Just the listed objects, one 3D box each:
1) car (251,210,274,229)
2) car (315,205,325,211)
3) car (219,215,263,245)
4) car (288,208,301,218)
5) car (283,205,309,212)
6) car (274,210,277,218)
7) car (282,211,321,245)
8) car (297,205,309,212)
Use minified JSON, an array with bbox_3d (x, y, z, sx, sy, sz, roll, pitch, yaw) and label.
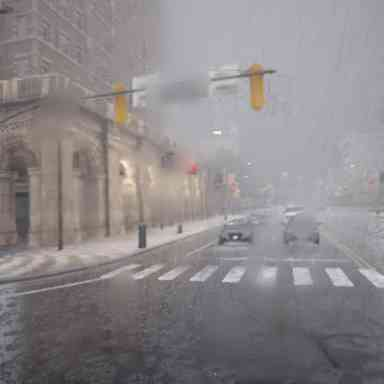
[{"bbox_3d":[6.464,2.672,32.107,2.128,1.511,4.902,-2,-2,16],"label":"car"},{"bbox_3d":[31.870,3.936,82.710,1.812,1.442,4.674,-2,-3,16],"label":"car"},{"bbox_3d":[2.904,2.341,19.976,1.994,1.385,4.181,-2,-3,16],"label":"car"},{"bbox_3d":[16.076,3.290,52.534,1.812,1.442,4.674,-2,-3,16],"label":"car"},{"bbox_3d":[10.465,2.334,33.359,2.150,2.045,5.566,-2,-2,16],"label":"car"},{"bbox_3d":[12.645,3.497,53.251,1.895,1.301,4.718,-2,-3,16],"label":"car"},{"bbox_3d":[6.411,2.143,19.488,2.128,1.511,4.902,-2,-3,18],"label":"car"},{"bbox_3d":[28.280,4.170,84.423,1.882,1.535,5.008,-3,-3,30],"label":"car"}]
